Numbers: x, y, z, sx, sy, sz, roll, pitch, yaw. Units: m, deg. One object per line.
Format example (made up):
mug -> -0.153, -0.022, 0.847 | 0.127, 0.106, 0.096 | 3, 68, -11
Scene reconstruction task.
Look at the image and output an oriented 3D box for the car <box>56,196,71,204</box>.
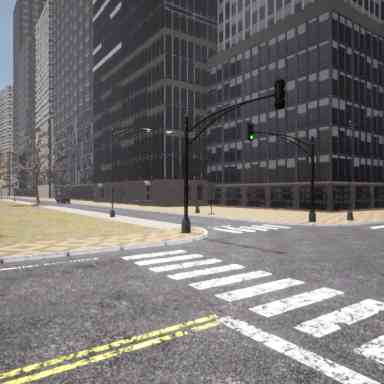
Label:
car -> -24.713, 1.512, 63.735 | 1.837, 1.490, 4.892 | 0, 0, -35
